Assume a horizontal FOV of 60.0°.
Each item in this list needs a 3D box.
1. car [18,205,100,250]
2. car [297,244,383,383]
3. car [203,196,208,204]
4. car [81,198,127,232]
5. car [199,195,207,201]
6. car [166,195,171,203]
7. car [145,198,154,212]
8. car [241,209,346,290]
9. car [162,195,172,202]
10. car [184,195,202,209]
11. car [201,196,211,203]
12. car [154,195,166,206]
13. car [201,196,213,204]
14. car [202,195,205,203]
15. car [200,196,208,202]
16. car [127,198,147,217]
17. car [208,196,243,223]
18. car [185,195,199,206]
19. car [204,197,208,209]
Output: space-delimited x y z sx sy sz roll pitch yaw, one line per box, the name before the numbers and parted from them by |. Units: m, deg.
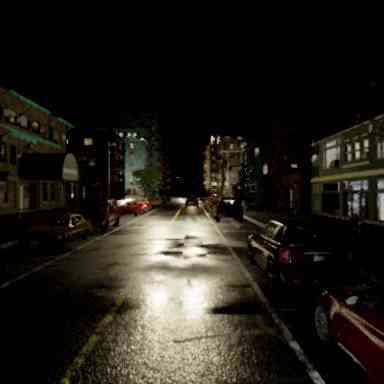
car | -5.679 1.513 14.375 1.752 1.417 4.829 1 0 0
car | 2.699 1.579 3.477 1.802 1.307 4.206 1 0 0
car | 2.715 1.516 41.901 1.887 1.381 4.507 1 0 0
car | -5.676 1.299 20.079 2.192 1.841 5.009 1 0 0
car | 2.847 1.504 86.907 1.887 1.381 4.507 0 0 0
car | -5.790 1.512 65.988 2.008 1.369 4.403 1 0 0
car | -5.672 1.414 36.678 1.967 1.590 4.097 1 0 0
car | 2.701 1.433 9.010 1.967 1.590 4.097 1 0 0
car | -5.794 1.399 76.807 1.967 1.590 4.097 0 0 0
car | 0.011 1.475 43.963 1.837 1.490 4.892 0 0 0
car | 2.843 1.527 68.904 1.947 1.339 4.313 0 0 0
car | -5.739 1.490 54.752 1.752 1.417 4.829 1 0 0
car | 2.813 1.514 61.359 2.008 1.369 4.403 0 0 0
car | 2.771 1.491 53.138 1.752 1.417 4.829 0 0 0
car | 2.845 1.541 77.905 1.802 1.307 4.206 0 0 0
car | -5.676 1.559 31.145 1.802 1.307 4.206 1 0 0
car | 2.706 1.296 25.609 2.192 1.841 5.009 1 0 0
car | 0.013 1.317 54.417 2.097 1.767 4.553 0 0 0
car | 2.706 1.540 36.675 1.947 1.339 4.313 1 0 0
